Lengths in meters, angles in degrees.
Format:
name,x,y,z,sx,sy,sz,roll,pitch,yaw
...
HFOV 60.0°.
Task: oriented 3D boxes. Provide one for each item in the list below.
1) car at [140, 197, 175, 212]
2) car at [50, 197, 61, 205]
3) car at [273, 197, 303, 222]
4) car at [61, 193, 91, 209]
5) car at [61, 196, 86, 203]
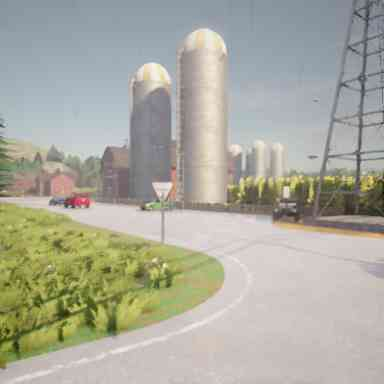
name,x,y,z,sx,sy,sz,roll,pitch,yaw
car,-3.978,1.427,38.609,3.988,1.617,1.851,0,0,-36
car,-21.211,1.443,52.704,1.812,1.442,4.674,0,0,-35
car,7.607,1.311,26.154,1.905,1.878,3.866,0,0,24
car,-15.264,1.139,44.285,2.150,2.045,5.566,0,0,-35
car,-23.295,1.493,65.380,4.181,1.381,1.994,0,0,-36
